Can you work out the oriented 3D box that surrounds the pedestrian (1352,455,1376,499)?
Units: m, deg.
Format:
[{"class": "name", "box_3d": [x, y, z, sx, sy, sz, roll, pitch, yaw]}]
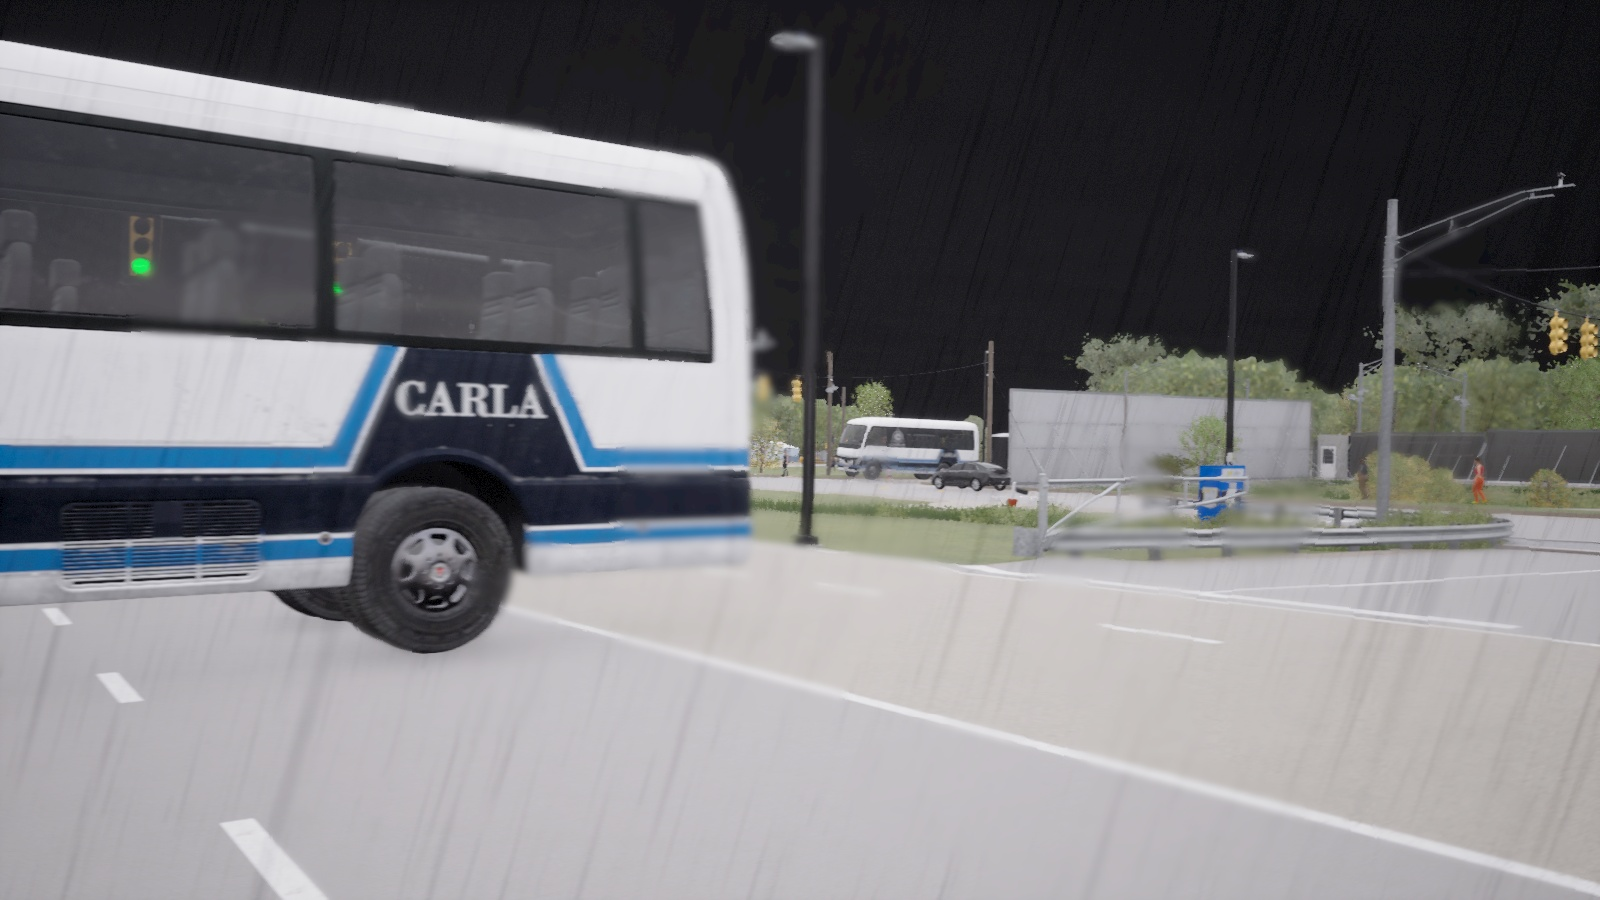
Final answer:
[{"class": "pedestrian", "box_3d": [24.129, 1.153, 53.720, 0.540, 1.848, 0.694, 0, 1, -34]}]

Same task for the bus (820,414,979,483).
[{"class": "bus", "box_3d": [6.932, -0.087, 86.776, 10.273, 4.253, 3.944, 2, 2, -29]}]

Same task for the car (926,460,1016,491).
[{"class": "car", "box_3d": [8.846, 1.310, 65.320, 1.837, 1.490, 4.892, 0, 0, -35]}]

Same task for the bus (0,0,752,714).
[{"class": "bus", "box_3d": [-5.721, -0.569, 8.991, 10.273, 4.253, 3.944, 0, -1, -36]}]

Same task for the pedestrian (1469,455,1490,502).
[{"class": "pedestrian", "box_3d": [26.616, 1.110, 49.166, 0.345, 1.836, 0.594, 0, 1, -37]}]
